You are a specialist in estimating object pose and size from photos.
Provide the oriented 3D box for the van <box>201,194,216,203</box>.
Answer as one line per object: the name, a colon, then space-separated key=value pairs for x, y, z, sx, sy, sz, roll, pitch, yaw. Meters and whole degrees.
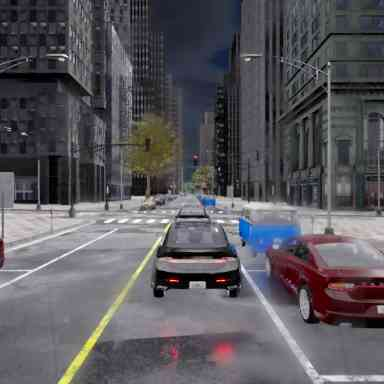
van: x=2.660 y=1.366 z=50.501 sx=1.690 sy=1.788 sz=3.998 roll=0 pitch=0 yaw=0

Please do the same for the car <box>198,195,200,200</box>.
car: x=2.637 y=1.581 z=61.327 sx=1.887 sy=1.381 sz=4.507 roll=0 pitch=0 yaw=0

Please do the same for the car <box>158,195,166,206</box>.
car: x=-5.876 y=1.575 z=55.665 sx=1.887 sy=1.381 sz=4.507 roll=0 pitch=0 yaw=0

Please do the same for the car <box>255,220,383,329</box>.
car: x=2.764 y=1.545 z=6.991 sx=1.887 sy=1.381 sz=4.507 roll=0 pitch=0 yaw=0

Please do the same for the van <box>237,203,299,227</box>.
van: x=2.754 y=1.343 z=12.516 sx=1.690 sy=1.788 sz=3.998 roll=0 pitch=0 yaw=0

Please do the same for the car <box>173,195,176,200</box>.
car: x=-5.943 y=1.638 z=87.398 sx=1.947 sy=1.339 sz=4.313 roll=0 pitch=0 yaw=0

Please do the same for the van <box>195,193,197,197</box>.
van: x=2.569 y=1.423 z=93.807 sx=1.690 sy=1.788 sz=3.998 roll=0 pitch=0 yaw=0

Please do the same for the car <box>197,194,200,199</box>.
car: x=2.614 y=1.601 z=72.153 sx=2.008 sy=1.369 sz=4.403 roll=0 pitch=0 yaw=0

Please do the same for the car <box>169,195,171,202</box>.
car: x=-5.899 y=1.593 z=66.243 sx=2.008 sy=1.369 sz=4.403 roll=0 pitch=0 yaw=0

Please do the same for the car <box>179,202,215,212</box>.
car: x=0.048 y=1.495 z=17.913 sx=2.128 sy=1.511 sz=4.902 roll=0 pitch=0 yaw=1

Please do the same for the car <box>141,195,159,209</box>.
car: x=-5.860 y=1.546 z=44.915 sx=1.752 sy=1.417 sz=4.829 roll=0 pitch=0 yaw=0

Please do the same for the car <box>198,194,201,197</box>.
car: x=2.625 y=1.625 z=66.741 sx=1.802 sy=1.307 sz=4.206 roll=0 pitch=0 yaw=0

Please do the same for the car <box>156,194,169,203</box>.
car: x=-5.887 y=1.351 z=60.954 sx=2.192 sy=1.841 sz=5.009 roll=0 pitch=0 yaw=0

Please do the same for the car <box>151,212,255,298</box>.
car: x=0.083 y=1.493 z=8.527 sx=2.128 sy=1.511 sz=4.902 roll=0 pitch=0 yaw=0

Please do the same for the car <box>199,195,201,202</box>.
car: x=2.648 y=1.597 z=55.914 sx=1.947 sy=1.339 sz=4.313 roll=0 pitch=0 yaw=0

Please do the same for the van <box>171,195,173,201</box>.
van: x=-5.920 y=1.397 z=76.821 sx=1.690 sy=1.788 sz=3.998 roll=0 pitch=0 yaw=0

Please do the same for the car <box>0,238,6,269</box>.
car: x=-5.791 y=1.545 z=6.992 sx=1.887 sy=1.381 sz=4.507 roll=0 pitch=0 yaw=0
